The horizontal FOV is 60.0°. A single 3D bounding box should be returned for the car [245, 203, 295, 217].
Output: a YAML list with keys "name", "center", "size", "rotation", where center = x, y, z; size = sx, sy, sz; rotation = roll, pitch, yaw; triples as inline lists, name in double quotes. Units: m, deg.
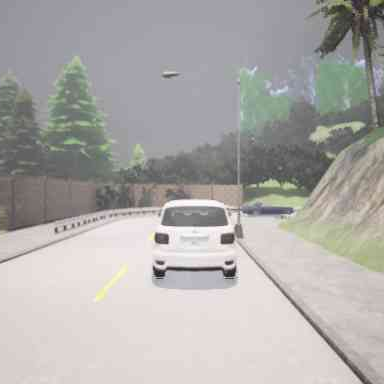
- name: "car"
  center: [7.191, 1.654, 31.414]
  size: [4.718, 1.301, 1.895]
  rotation: [0, 0, -5]

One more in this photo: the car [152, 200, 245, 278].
- name: "car"
  center: [0.076, 1.242, 10.331]
  size: [2.150, 2.045, 5.566]
  rotation: [0, 0, 0]
